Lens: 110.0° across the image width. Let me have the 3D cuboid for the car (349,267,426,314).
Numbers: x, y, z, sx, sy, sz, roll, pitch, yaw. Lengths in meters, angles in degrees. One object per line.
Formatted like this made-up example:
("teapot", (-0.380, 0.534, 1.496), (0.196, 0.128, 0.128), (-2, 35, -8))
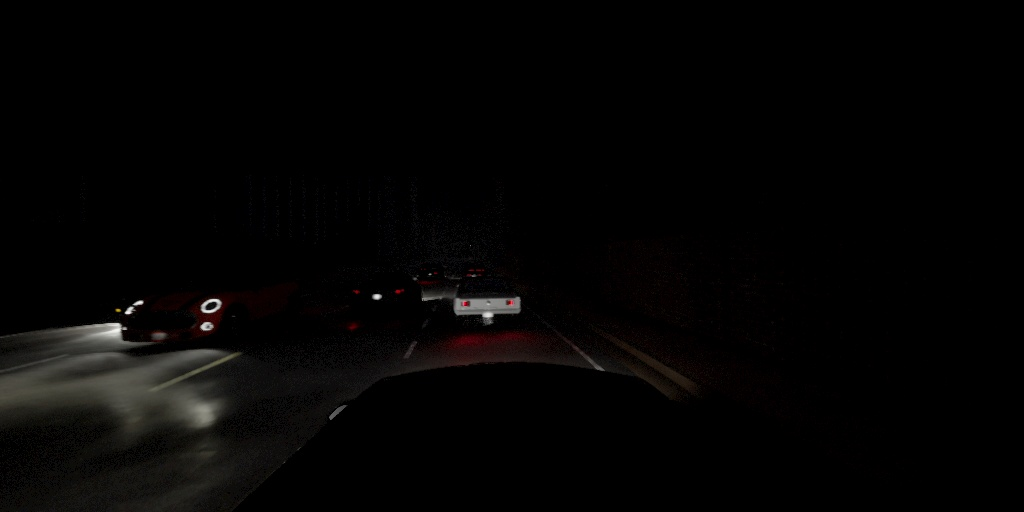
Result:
("car", (-4.685, 1.311, 13.827), (1.994, 1.385, 4.181), (0, 0, -7))

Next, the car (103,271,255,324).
("car", (-11.719, 1.361, 13.136), (1.994, 1.385, 4.181), (0, 0, -7))

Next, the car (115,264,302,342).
("car", (-7.848, 1.130, 9.961), (2.097, 1.767, 4.553), (0, 0, -6))

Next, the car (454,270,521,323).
("car", (-0.919, 1.327, 12.073), (1.895, 1.301, 4.718), (0, 0, -7))

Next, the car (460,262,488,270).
("car", (-2.957, 1.197, 28.151), (1.837, 1.490, 4.892), (0, 0, -7))

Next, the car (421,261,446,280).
("car", (-6.864, 1.215, 31.083), (1.837, 1.490, 4.892), (0, 0, -7))
